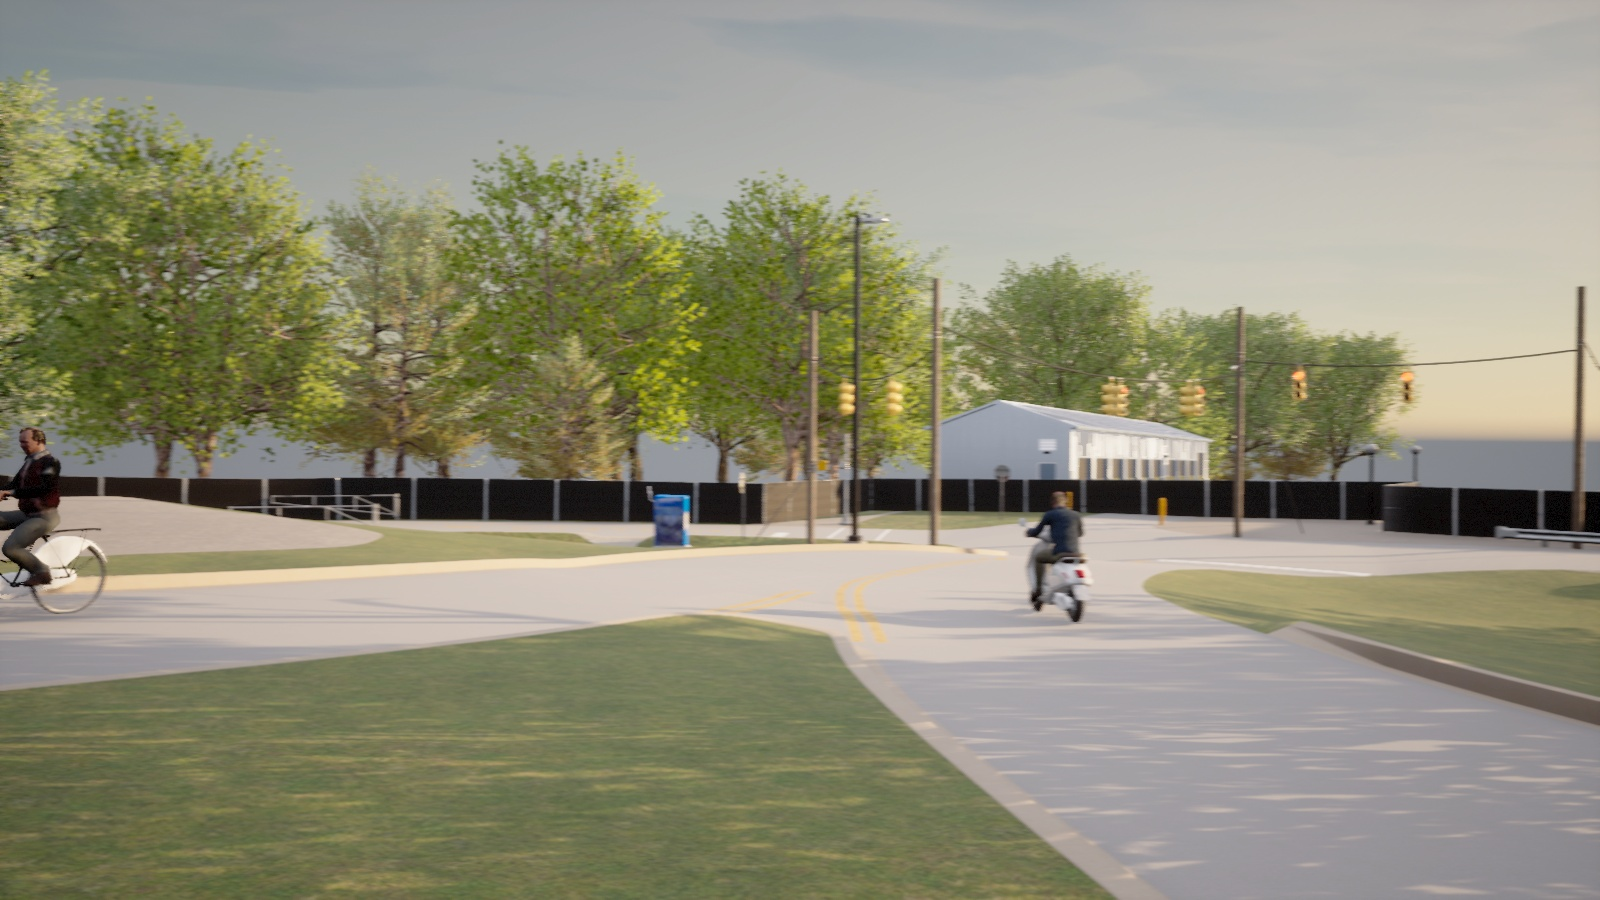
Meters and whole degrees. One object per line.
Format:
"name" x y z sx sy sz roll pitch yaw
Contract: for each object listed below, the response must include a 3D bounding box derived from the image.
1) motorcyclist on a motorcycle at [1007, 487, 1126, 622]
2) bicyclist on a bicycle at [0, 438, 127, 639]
"motorcyclist on a motorcycle" 3.322 1.263 15.815 0.866 1.590 1.817 1 -2 -9
"bicyclist on a bicycle" -7.227 0.789 11.381 0.659 1.776 1.843 -1 -3 33
